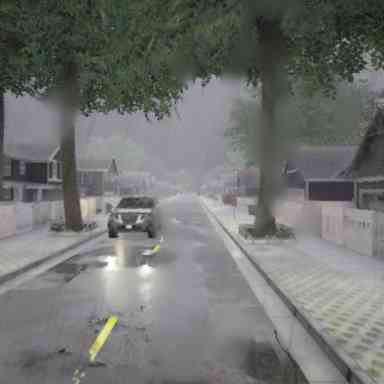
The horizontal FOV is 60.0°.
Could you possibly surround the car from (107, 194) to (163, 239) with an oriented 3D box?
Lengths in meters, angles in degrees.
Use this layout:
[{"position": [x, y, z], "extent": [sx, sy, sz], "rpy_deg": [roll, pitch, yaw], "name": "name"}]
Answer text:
[{"position": [-2.751, 1.160, 17.327], "extent": [2.150, 2.045, 5.566], "rpy_deg": [0, 0, 0], "name": "car"}]
